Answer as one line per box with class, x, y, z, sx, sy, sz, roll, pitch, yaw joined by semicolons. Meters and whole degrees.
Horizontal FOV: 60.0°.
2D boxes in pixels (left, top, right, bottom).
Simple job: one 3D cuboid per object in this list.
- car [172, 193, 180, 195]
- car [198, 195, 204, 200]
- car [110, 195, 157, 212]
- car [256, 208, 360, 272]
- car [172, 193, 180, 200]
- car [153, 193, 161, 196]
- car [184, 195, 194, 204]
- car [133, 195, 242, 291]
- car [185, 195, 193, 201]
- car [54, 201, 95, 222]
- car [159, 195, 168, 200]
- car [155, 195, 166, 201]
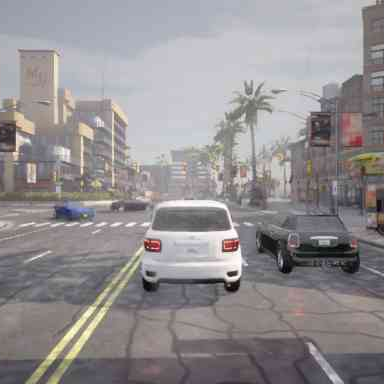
car;-4.205;1.540;72.880;2.033;1.411;5.357;0;0;-1
car;2.571;1.524;95.610;1.812;1.442;4.674;0;0;-1
car;-6.815;1.478;37.952;5.008;1.535;1.882;0;1;-24
car;3.479;1.352;10.889;2.097;1.767;4.553;0;0;0
car;-4.413;1.225;93.174;2.150;2.045;5.566;0;0;-1
car;-7.705;1.225;72.866;2.150;2.045;5.566;0;0;-1
car;-0.551;1.477;66.303;1.882;1.535;5.008;0;0;0
car;-0.015;1.221;9.151;2.150;2.045;5.566;0;0;0
car;-0.863;1.540;88.874;2.033;1.411;5.357;0;0;-1
car;-9.524;1.478;26.724;1.882;1.535;5.008;1;-1;-40
car;-7.906;1.540;92.927;2.033;1.411;5.357;0;0;-1
car;-7.801;1.525;82.588;2.128;1.511;4.902;0;0;-1
